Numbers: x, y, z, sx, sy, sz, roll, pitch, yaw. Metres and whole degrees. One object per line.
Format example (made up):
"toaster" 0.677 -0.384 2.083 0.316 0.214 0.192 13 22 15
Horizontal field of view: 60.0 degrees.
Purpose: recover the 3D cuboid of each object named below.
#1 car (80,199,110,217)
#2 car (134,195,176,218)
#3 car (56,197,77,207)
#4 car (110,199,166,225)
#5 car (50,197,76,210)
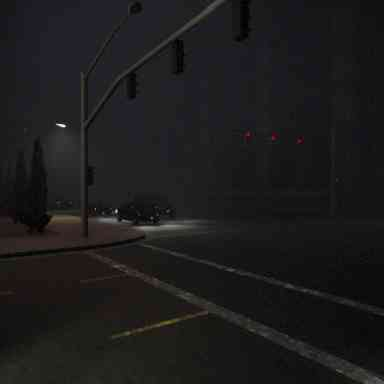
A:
"car" -9.470 1.656 32.723 1.895 1.301 4.718 0 0 -35
"car" -3.613 1.277 30.438 2.150 2.045 5.566 0 0 -35
"car" -20.980 1.603 55.505 2.033 1.411 5.357 0 0 -35
"car" -4.174 1.560 25.122 1.837 1.490 4.892 0 0 -35
"car" -17.147 1.411 43.753 2.097 1.767 4.553 0 0 -35
